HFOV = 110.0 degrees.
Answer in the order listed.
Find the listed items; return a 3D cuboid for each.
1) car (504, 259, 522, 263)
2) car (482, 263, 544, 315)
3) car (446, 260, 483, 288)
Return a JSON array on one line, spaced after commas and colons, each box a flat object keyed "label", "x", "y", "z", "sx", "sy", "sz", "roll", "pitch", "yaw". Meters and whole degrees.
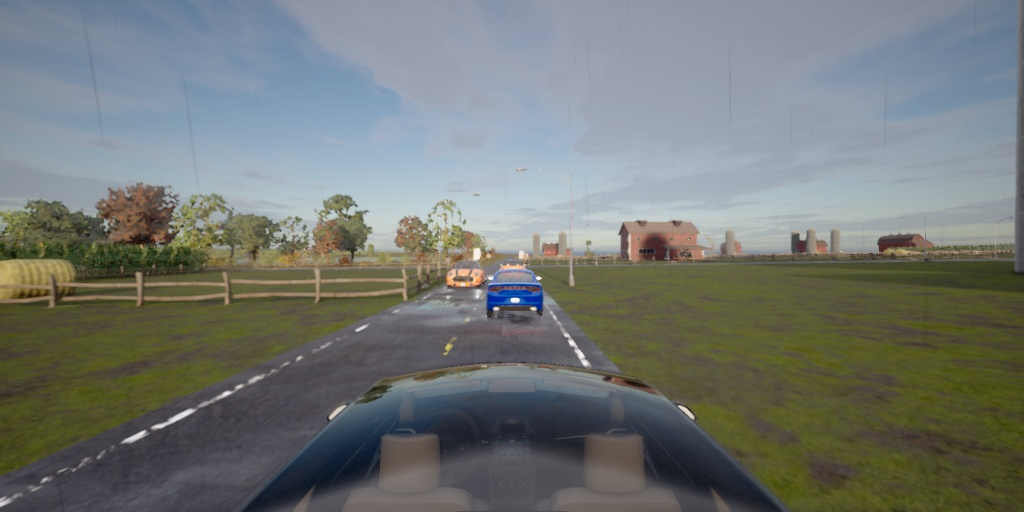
[{"label": "car", "x": 0.077, "y": 1.057, "z": 29.345, "sx": 2.097, "sy": 1.767, "sz": 4.553, "roll": 0, "pitch": 0, "yaw": 0}, {"label": "car", "x": 0.102, "y": 1.208, "z": 13.565, "sx": 1.882, "sy": 1.535, "sz": 5.008, "roll": 0, "pitch": 0, "yaw": 0}, {"label": "car", "x": -2.867, "y": 1.067, "z": 23.160, "sx": 2.097, "sy": 1.767, "sz": 4.553, "roll": 0, "pitch": 0, "yaw": 0}]
